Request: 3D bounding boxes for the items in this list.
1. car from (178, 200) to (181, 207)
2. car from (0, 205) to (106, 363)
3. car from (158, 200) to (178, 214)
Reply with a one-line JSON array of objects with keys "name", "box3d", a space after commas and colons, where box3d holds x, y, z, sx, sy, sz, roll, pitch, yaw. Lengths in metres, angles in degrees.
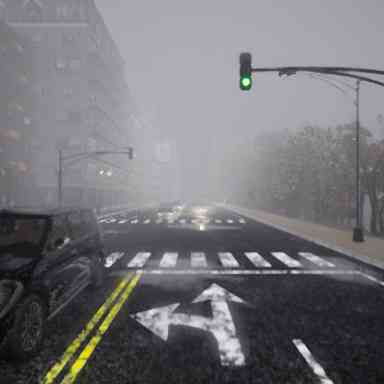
[{"name": "car", "box3d": [-3.292, 2.332, 69.196, 1.895, 1.301, 4.718, 0, -1, 0]}, {"name": "car", "box3d": [-3.255, 1.313, 6.327, 2.150, 2.045, 5.566, 0, 0, 0]}, {"name": "car", "box3d": [-3.281, 2.017, 42.747, 2.033, 1.411, 5.357, 0, 0, 0]}]
